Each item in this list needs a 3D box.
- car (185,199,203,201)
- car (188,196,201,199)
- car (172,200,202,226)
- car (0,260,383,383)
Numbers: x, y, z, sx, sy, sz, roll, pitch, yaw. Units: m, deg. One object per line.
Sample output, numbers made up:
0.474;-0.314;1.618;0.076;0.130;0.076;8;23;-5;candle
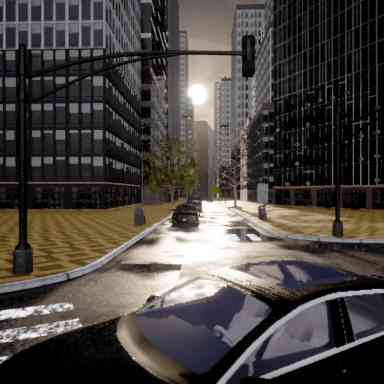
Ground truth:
-0.056;1.777;35.621;1.812;1.442;4.674;0;0;2;car
0.328;1.554;46.274;2.150;2.045;5.566;0;0;2;car
-0.427;1.654;25.409;1.882;1.535;5.008;0;0;2;car
0.643;1.508;3.124;4.902;1.511;2.128;0;0;-27;car
